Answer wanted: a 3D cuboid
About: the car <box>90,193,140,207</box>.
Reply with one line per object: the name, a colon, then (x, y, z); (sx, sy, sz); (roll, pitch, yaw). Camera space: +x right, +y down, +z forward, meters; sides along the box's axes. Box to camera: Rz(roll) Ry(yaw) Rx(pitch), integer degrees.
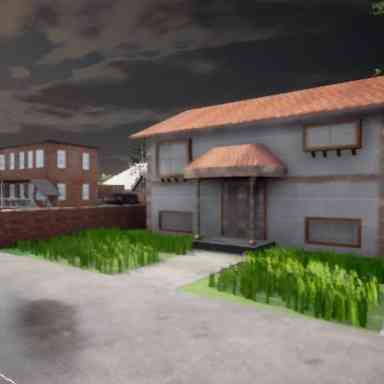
car: (-5.156, 0.976, 22.332); (3.866, 1.878, 1.905); (0, 0, 36)
